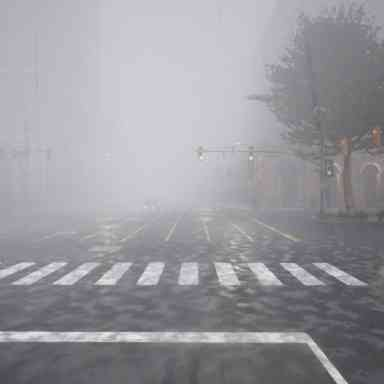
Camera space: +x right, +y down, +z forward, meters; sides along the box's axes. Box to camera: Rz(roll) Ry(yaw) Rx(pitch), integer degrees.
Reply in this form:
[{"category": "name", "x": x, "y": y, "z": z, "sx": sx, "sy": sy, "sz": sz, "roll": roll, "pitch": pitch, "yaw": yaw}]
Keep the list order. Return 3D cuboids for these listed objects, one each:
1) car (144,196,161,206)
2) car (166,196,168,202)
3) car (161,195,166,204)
[{"category": "car", "x": -6.825, "y": 1.483, "z": 55.538, "sx": 1.882, "sy": 1.535, "sz": 5.008, "roll": 0, "pitch": 0, "yaw": 0}, {"category": "car", "x": -6.495, "y": 1.486, "z": 75.479, "sx": 1.882, "sy": 1.535, "sz": 5.008, "roll": 0, "pitch": 0, "yaw": 1}, {"category": "car", "x": -6.693, "y": 1.532, "z": 65.108, "sx": 1.812, "sy": 1.442, "sz": 4.674, "roll": 0, "pitch": 0, "yaw": 1}]
